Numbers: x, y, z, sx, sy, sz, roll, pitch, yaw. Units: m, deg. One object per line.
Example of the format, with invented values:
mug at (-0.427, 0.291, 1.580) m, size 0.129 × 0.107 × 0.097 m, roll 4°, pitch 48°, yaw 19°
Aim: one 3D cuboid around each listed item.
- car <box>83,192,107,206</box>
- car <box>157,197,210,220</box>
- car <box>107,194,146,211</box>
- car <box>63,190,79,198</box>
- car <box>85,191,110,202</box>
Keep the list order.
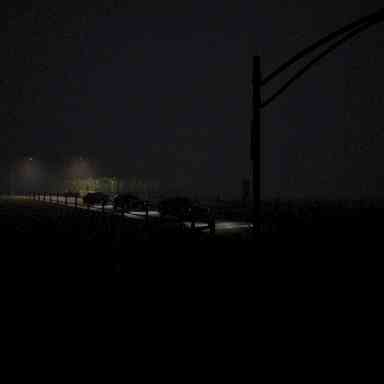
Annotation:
car at (-11.701, 0.815, 40.026) m, size 1.812 × 1.442 × 4.674 m, roll 0°, pitch 1°, yaw -35°
car at (-0.708, 1.114, 24.192) m, size 1.882 × 1.535 × 5.008 m, roll 0°, pitch 1°, yaw -35°
car at (-6.101, 0.970, 31.951) m, size 1.837 × 1.490 × 4.892 m, roll 0°, pitch 1°, yaw -35°
car at (-22.519, 0.355, 62.029) m, size 1.882 × 1.535 × 5.008 m, roll 0°, pitch 1°, yaw -35°
car at (-14.273, 0.676, 50.168) m, size 2.033 × 1.411 × 5.357 m, roll 0°, pitch 1°, yaw -34°
